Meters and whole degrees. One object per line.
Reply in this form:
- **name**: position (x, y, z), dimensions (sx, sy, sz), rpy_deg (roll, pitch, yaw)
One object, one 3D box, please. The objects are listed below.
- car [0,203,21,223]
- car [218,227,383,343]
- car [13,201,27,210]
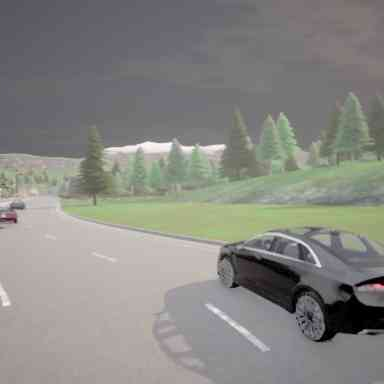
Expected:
- **car**: position (-15.816, 1.881, 28.023), dimensions (1.994, 1.385, 4.181), rpy_deg (-1, 0, -30)
- **car**: position (2.102, 1.428, 6.492), dimensions (2.128, 1.511, 4.902), rpy_deg (-1, 0, -19)
- **car**: position (-27.366, 2.104, 52.435), dimensions (1.994, 1.385, 4.181), rpy_deg (-1, 0, -22)
